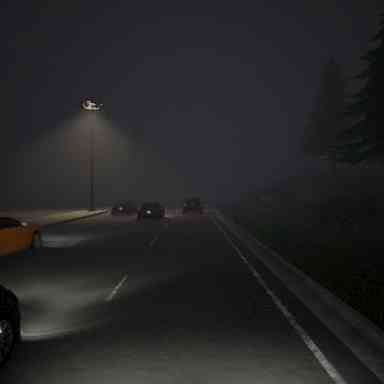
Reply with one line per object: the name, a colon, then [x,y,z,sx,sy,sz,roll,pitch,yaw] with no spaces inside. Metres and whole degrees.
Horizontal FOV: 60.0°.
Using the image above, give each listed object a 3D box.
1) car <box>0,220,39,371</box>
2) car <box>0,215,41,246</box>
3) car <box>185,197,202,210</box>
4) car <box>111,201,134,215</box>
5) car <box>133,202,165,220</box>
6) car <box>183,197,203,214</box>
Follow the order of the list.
car: [-3.404,1.353,2.740,2.097,1.767,4.553,0,0,0]
car: [-6.899,1.477,11.190,1.882,1.535,5.008,0,0,0]
car: [0.271,1.491,44.580,2.128,1.511,4.902,0,0,2]
car: [-6.895,1.563,34.179,1.994,1.385,4.181,0,0,0]
car: [-3.398,1.564,28.116,1.994,1.385,4.181,0,0,0]
car: [0.101,1.352,35.368,2.097,1.767,4.553,0,0,0]
